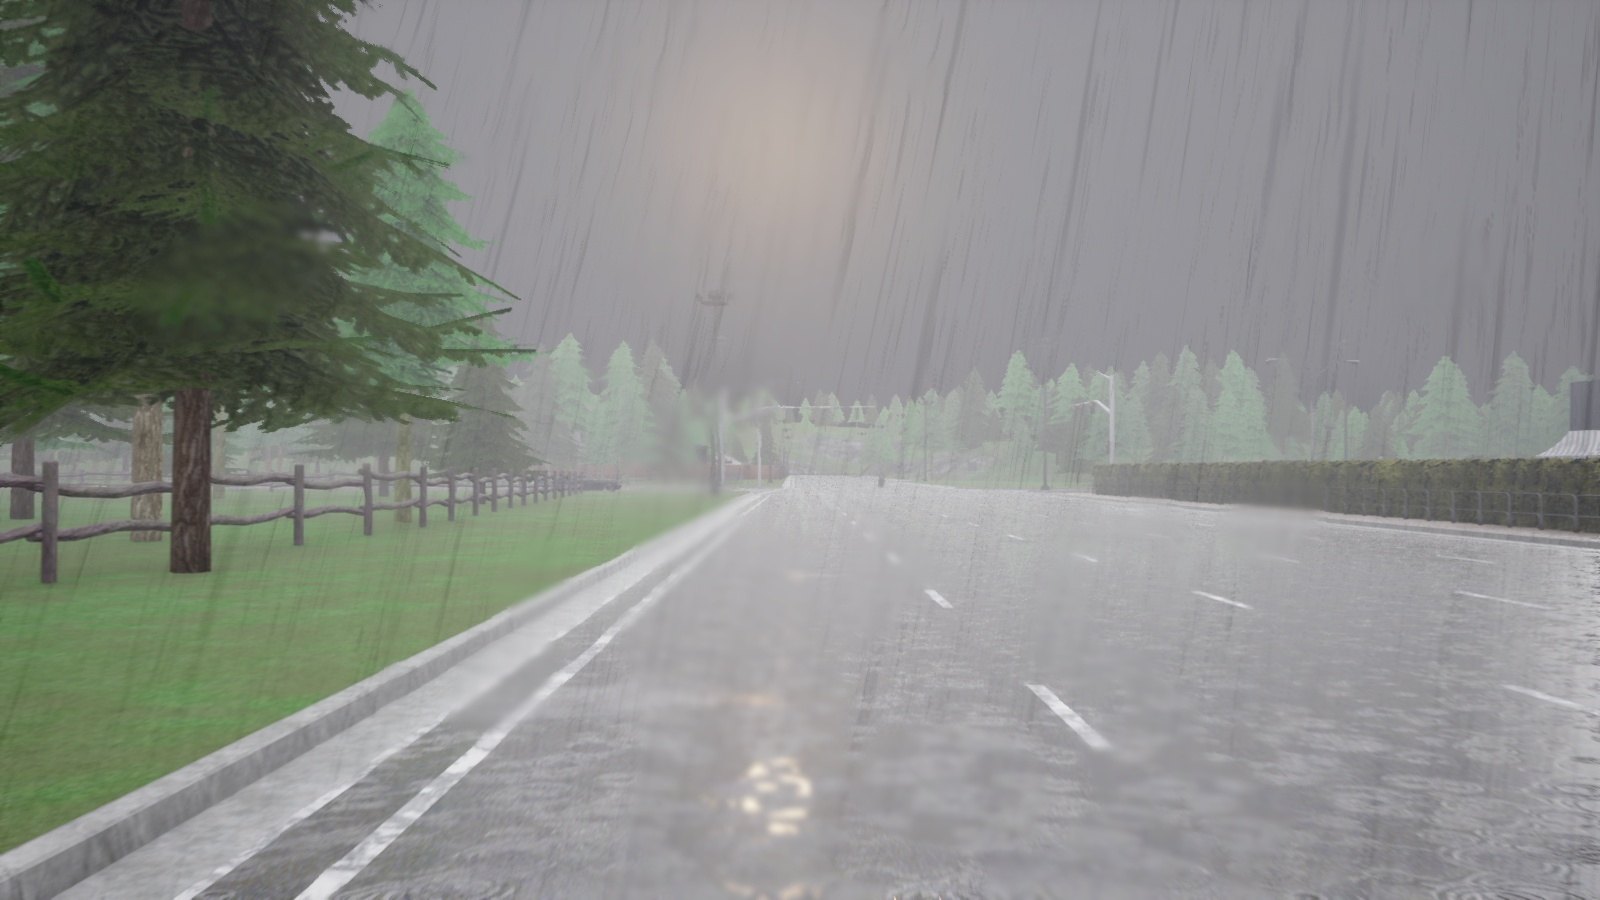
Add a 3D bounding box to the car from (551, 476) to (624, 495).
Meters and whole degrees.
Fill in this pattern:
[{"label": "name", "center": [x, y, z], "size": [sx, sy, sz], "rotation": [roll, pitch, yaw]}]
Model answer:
[{"label": "car", "center": [-14.705, 2.430, 86.997], "size": [4.718, 1.301, 1.895], "rotation": [0, -1, -1]}]
